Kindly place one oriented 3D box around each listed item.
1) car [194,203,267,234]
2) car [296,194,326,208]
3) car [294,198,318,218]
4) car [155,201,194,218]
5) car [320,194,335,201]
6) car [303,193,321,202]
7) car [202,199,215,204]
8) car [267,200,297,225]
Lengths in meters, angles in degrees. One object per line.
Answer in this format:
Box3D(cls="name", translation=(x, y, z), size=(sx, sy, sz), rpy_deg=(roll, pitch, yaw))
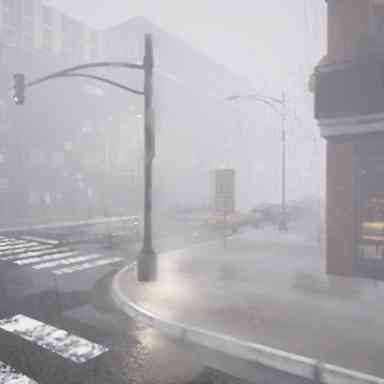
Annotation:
Box3D(cls="car", translation=(2.395, 1.495, 19.218), size=(1.752, 1.417, 4.829), rpy_deg=(1, 1, 36))
Box3D(cls="car", translation=(15.238, 1.092, 41.834), size=(2.097, 1.767, 4.553), rpy_deg=(0, 1, 36))
Box3D(cls="car", translation=(8.859, 1.442, 28.316), size=(1.947, 1.339, 4.313), rpy_deg=(1, 1, 36))
Box3D(cls="car", translation=(-1.376, 1.453, 28.720), size=(1.802, 1.307, 4.206), rpy_deg=(1, 1, 36))
Box3D(cls="car", translation=(28.548, 1.046, 69.988), size=(1.947, 1.339, 4.313), rpy_deg=(1, 1, 36))
Box3D(cls="car", translation=(21.917, 0.999, 60.799), size=(1.967, 1.590, 4.097), rpy_deg=(1, 1, 36))
Box3D(cls="car", translation=(1.989, 1.406, 33.276), size=(1.802, 1.307, 4.206), rpy_deg=(1, 1, 36))
Box3D(cls="car", translation=(5.595, 1.489, 23.687), size=(1.947, 1.339, 4.313), rpy_deg=(1, 1, 36))
